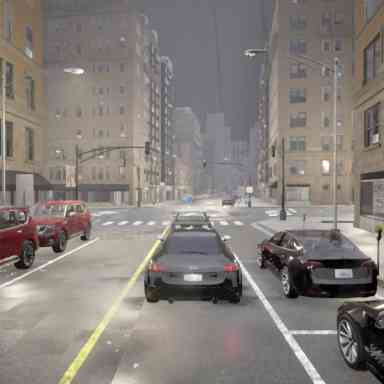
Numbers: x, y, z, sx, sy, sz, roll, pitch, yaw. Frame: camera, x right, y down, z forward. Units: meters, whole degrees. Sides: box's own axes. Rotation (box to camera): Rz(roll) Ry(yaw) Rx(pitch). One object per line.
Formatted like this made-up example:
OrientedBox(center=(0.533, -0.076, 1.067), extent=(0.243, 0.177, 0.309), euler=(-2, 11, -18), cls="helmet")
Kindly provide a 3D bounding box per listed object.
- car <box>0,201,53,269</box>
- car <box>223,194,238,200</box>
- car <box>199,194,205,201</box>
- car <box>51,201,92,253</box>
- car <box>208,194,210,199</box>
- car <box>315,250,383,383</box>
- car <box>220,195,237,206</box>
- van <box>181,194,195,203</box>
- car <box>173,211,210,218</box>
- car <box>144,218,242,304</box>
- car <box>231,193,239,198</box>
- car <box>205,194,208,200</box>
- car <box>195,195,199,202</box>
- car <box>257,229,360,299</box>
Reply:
OrientedBox(center=(-5.685, 1.313, 8.291), extent=(2.192, 1.841, 5.009), euler=(-1, 0, 0), cls="car")
OrientedBox(center=(7.358, 1.487, 63.515), extent=(1.947, 1.339, 4.313), euler=(0, 0, 9), cls="car")
OrientedBox(center=(1.432, 1.404, 80.948), extent=(1.752, 1.417, 4.829), euler=(0, 0, 9), cls="car")
OrientedBox(center=(-5.693, 1.311, 13.799), extent=(2.192, 1.841, 5.009), euler=(-1, 0, 0), cls="car")
OrientedBox(center=(3.142, 1.308, 91.980), extent=(1.967, 1.590, 4.097), euler=(0, 0, 9), cls="car")
OrientedBox(center=(2.851, 1.565, 2.805), extent=(1.947, 1.339, 4.313), euler=(-1, 0, 0), cls="car")
OrientedBox(center=(5.674, 1.513, 52.651), extent=(1.947, 1.339, 4.313), euler=(0, 0, 9), cls="car")
OrientedBox(center=(-1.068, 1.249, 64.820), extent=(1.690, 1.788, 3.998), euler=(0, 0, 9), cls="van")
OrientedBox(center=(-0.020, 1.595, 17.009), extent=(1.895, 1.301, 4.718), euler=(0, 0, 0), cls="car")
OrientedBox(center=(0.039, 1.562, 8.195), extent=(1.994, 1.385, 4.181), euler=(0, 0, 0), cls="car")
OrientedBox(center=(10.724, 1.201, 85.242), extent=(2.192, 1.841, 5.009), euler=(0, 0, 9), cls="car")
OrientedBox(center=(2.301, 1.455, 86.548), extent=(1.802, 1.307, 4.206), euler=(0, 0, 9), cls="car")
OrientedBox(center=(-0.226, 1.336, 70.252), extent=(1.967, 1.590, 4.097), euler=(0, 0, 9), cls="car")
OrientedBox(center=(2.843, 1.564, 8.312), extent=(1.947, 1.339, 4.313), euler=(-1, 0, 0), cls="car")
